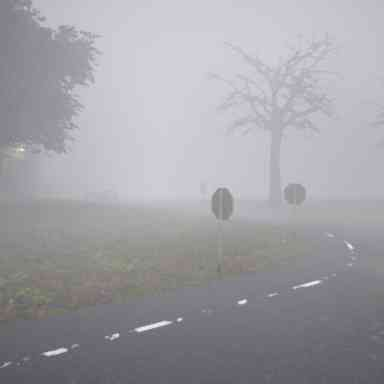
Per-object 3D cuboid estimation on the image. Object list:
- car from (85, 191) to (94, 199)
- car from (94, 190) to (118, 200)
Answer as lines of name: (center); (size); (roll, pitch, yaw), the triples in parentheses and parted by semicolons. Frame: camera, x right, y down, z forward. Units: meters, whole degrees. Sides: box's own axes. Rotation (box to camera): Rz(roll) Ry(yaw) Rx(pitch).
car: (-17.898, 0.569, 60.302); (2.128, 1.511, 4.902); (2, -1, -36)
car: (-13.930, 0.456, 54.883); (2.097, 1.767, 4.553); (2, -1, -35)
